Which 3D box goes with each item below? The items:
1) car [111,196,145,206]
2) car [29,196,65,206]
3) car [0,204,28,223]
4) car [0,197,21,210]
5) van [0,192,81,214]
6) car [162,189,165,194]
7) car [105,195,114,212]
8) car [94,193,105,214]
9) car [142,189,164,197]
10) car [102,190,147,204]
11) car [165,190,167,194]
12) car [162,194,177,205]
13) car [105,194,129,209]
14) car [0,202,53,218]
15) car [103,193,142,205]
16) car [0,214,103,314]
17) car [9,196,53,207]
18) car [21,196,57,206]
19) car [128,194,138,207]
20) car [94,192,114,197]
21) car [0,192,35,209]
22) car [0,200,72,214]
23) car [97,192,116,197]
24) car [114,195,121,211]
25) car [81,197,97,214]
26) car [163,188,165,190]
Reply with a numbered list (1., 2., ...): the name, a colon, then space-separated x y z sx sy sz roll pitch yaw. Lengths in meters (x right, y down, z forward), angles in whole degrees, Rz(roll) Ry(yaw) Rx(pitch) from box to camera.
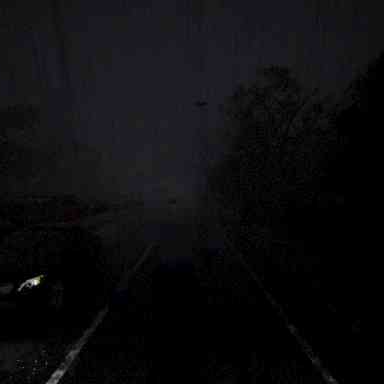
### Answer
1. car: -10.216 1.371 53.463 5.008 1.535 2.097 0 0 0
2. car: -23.261 1.399 53.489 4.792 1.488 2.163 0 0 0
3. car: -10.238 1.440 14.607 4.792 1.488 2.163 0 0 0
4. car: -23.282 1.357 39.639 4.792 1.488 2.163 0 0 0
5. van: -10.372 1.137 22.934 4.442 1.987 1.878 0 0 0
6. car: -10.449 0.701 88.835 4.792 1.488 2.163 0 0 0
7. car: -10.237 1.325 31.265 4.892 1.521 2.231 0 0 0
8. car: -10.278 1.208 28.485 4.553 1.767 2.185 0 0 0
9. car: -10.397 0.713 86.051 4.792 1.488 2.163 0 0 0
10. car: -10.243 1.112 50.688 5.566 2.045 2.435 0 0 0
11. car: -10.401 0.639 94.400 5.008 1.535 2.097 0 1 0
12. car: -3.390 1.396 53.847 1.895 1.301 4.718 0 0 0
13. car: -10.050 1.320 36.685 5.366 1.575 1.946 0 0 0
14. car: -10.234 1.424 17.383 4.792 1.488 2.163 0 0 0
15. car: -10.404 1.351 47.911 5.366 1.575 1.946 0 0 0
16. car: -3.351 1.473 7.596 1.812 1.442 4.674 0 0 0
17. car: -23.113 1.350 47.948 5.366 1.575 1.946 0 0 0
18. car: -23.291 1.401 50.718 4.674 1.452 2.002 0 0 0
19. car: -10.041 1.335 42.358 5.366 1.575 1.946 0 0 0
20. car: -23.502 0.710 88.671 4.674 1.452 2.002 0 0 0
21. car: -23.335 1.085 42.410 5.566 2.045 2.435 0 0 0
22. car: -10.230 1.408 20.159 4.792 1.488 2.163 0 0 0
23. car: -23.496 0.698 91.456 4.674 1.452 2.002 0 0 0
24. car: -10.424 1.318 34.032 5.366 1.575 1.946 0 0 0
25. car: -10.281 1.377 25.712 4.792 1.488 2.163 0 0 0
26. car: -10.444 0.533 91.620 4.553 1.767 2.185 0 0 0
